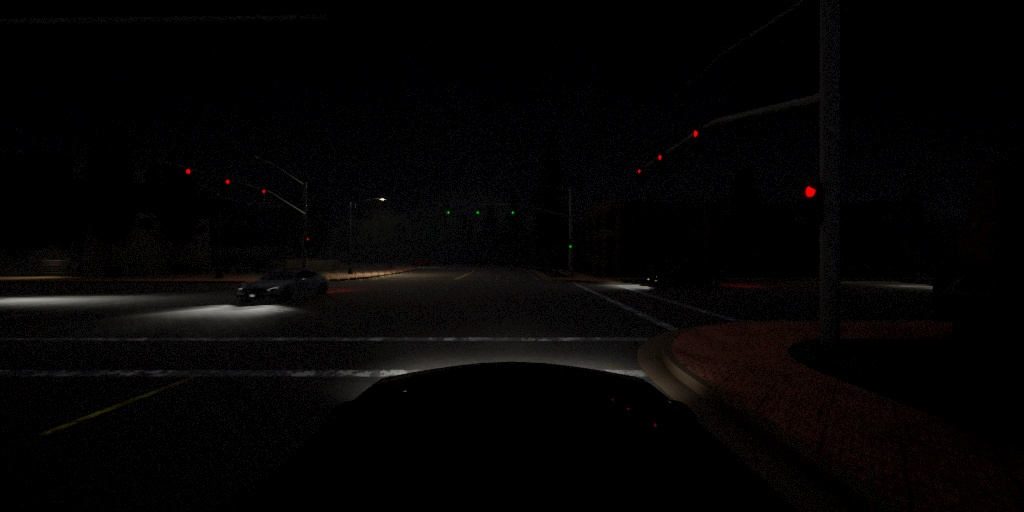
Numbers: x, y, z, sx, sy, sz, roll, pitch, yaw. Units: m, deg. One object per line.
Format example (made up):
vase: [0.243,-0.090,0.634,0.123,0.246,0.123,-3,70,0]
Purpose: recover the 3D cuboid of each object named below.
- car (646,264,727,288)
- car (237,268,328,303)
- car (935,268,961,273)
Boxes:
car: [11.332,1.253,23.483,4.892,1.490,1.837,-1,0,0]
car: [-10.445,1.318,16.801,1.812,1.442,4.674,0,0,1]
car: [30.689,1.227,23.426,5.008,1.535,1.882,0,0,0]
